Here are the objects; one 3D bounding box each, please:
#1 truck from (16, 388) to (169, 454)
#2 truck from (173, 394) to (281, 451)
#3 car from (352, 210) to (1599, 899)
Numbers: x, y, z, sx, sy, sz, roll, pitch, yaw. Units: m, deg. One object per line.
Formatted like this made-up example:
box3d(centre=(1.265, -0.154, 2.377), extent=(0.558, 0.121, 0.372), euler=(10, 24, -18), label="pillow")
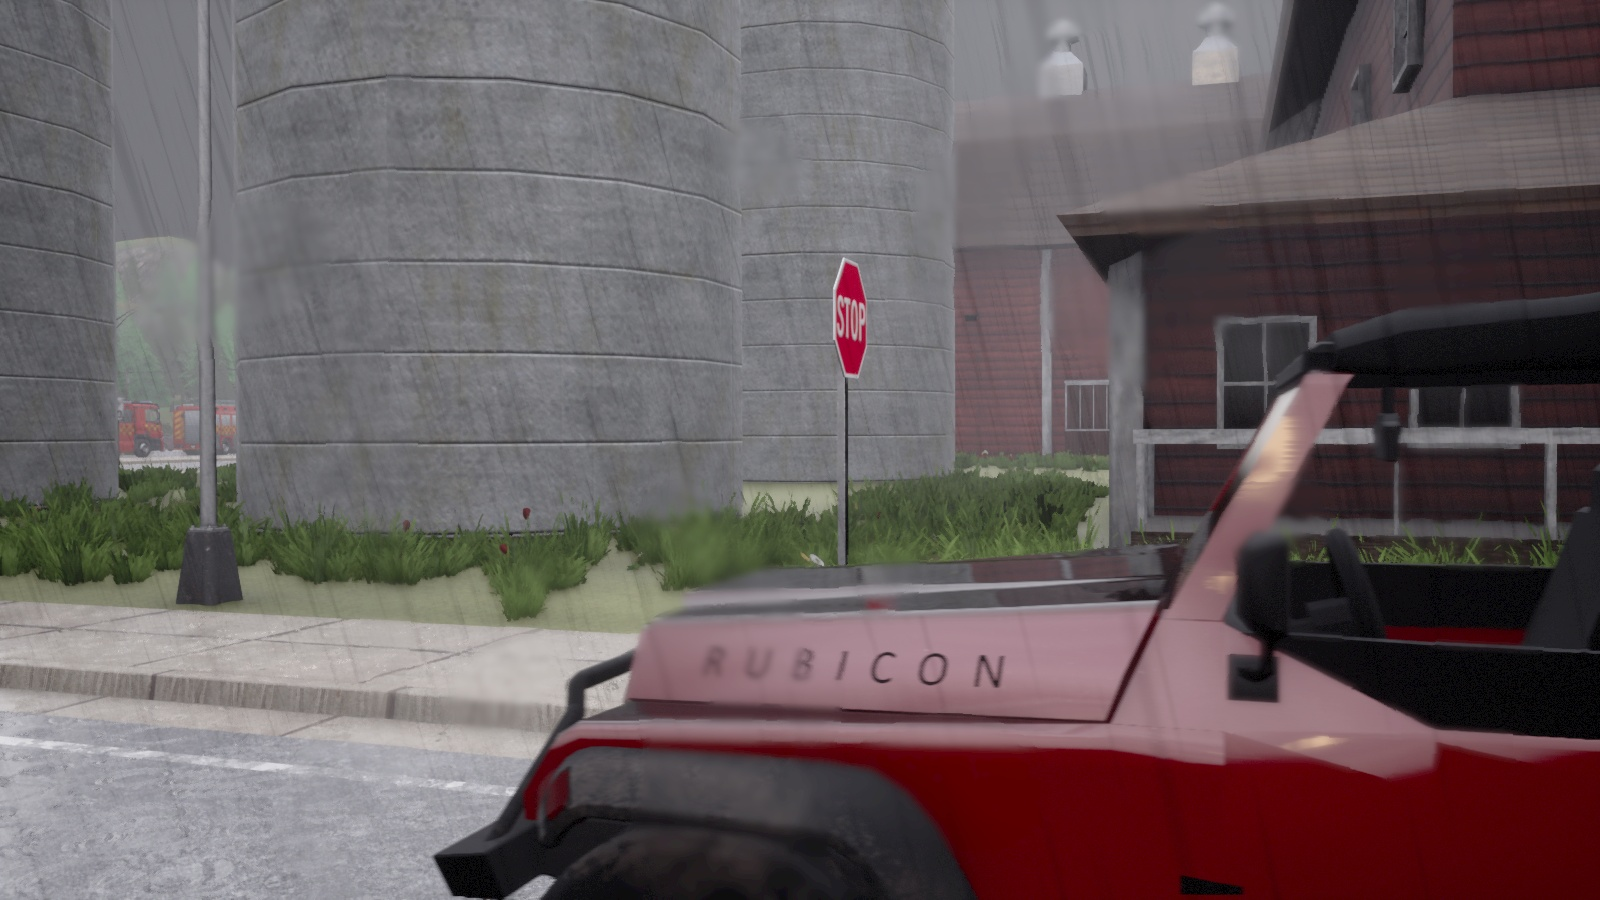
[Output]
box3d(centre=(-43.146, -1.732, 76.966), extent=(2.891, 3.827, 8.468), euler=(1, 1, 18), label="truck")
box3d(centre=(-40.253, -1.908, 88.614), extent=(2.891, 3.827, 8.468), euler=(0, 1, 7), label="truck")
box3d(centre=(1.253, 0.583, 2.768), extent=(3.866, 1.878, 1.905), euler=(1, 1, 19), label="car")
